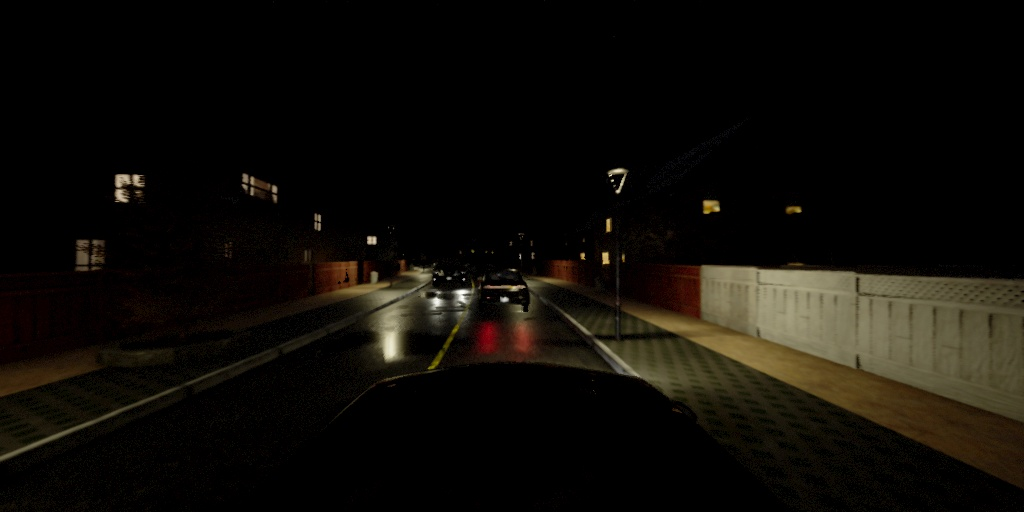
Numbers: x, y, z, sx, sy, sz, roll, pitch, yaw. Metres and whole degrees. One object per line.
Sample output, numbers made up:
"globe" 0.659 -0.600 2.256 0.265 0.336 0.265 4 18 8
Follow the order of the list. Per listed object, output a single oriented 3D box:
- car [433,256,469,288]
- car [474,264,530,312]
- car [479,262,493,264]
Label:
"car" -4.211 1.038 25.027 2.150 2.045 5.566 0 0 -6
"car" -0.387 1.271 14.504 2.128 1.511 4.902 0 0 -3
"car" -2.561 1.368 34.734 1.837 1.490 4.892 0 0 -9
